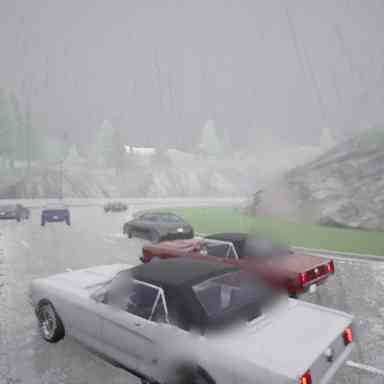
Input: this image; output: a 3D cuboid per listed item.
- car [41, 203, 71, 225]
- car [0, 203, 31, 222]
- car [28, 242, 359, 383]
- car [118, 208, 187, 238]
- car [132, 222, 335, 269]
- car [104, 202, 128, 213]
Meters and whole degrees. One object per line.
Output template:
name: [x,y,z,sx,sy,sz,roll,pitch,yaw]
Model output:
car: [-10.298,1.596,25.305,1.882,1.535,5.008,0,0,-20]
car: [-14.581,1.656,27.080,2.033,1.411,5.357,0,0,-15]
car: [-0.425,1.633,4.694,4.718,1.301,1.895,0,0,40]
car: [-1.729,1.667,16.380,1.994,1.385,4.181,0,0,-37]
car: [0.812,1.663,8.225,4.718,1.301,1.895,0,0,42]
car: [-9.141,1.827,40.478,1.895,1.301,4.718,0,0,2]
